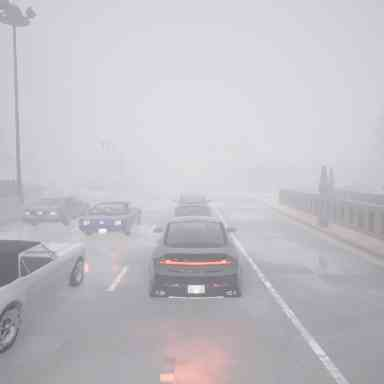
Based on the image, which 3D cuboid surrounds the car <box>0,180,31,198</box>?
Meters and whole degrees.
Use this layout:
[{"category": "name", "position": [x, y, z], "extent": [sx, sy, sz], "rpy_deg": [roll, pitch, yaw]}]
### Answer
[{"category": "car", "position": [-14.199, 0.173, 23.894], "extent": [2.150, 2.045, 5.566], "rpy_deg": [0, 3, 0]}]

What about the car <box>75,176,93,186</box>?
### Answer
[{"category": "car", "position": [-21.297, -2.237, 65.856], "extent": [2.097, 1.767, 4.553], "rpy_deg": [0, 4, 0]}]

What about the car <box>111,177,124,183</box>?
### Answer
[{"category": "car", "position": [-17.864, -2.936, 80.276], "extent": [2.128, 1.511, 4.902], "rpy_deg": [0, 3, 0]}]

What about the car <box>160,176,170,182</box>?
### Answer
[{"category": "car", "position": [-7.402, -3.431, 88.386], "extent": [1.812, 1.442, 4.674], "rpy_deg": [0, 3, 0]}]

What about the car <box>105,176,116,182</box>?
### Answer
[{"category": "car", "position": [-21.396, -3.373, 87.266], "extent": [1.812, 1.442, 4.674], "rpy_deg": [0, 3, 0]}]

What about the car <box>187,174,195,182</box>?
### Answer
[{"category": "car", "position": [-0.408, -3.506, 89.684], "extent": [2.128, 1.511, 4.902], "rpy_deg": [0, 3, 0]}]

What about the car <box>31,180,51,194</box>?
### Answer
[{"category": "car", "position": [-17.757, -0.240, 36.108], "extent": [2.033, 1.411, 5.357], "rpy_deg": [0, 3, 0]}]

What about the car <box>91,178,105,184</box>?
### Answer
[{"category": "car", "position": [-21.343, -2.599, 75.881], "extent": [1.895, 1.301, 4.718], "rpy_deg": [0, 3, 0]}]

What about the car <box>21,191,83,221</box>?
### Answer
[{"category": "car", "position": [-6.968, 0.868, 17.683], "extent": [2.033, 1.411, 5.357], "rpy_deg": [0, 3, 0]}]

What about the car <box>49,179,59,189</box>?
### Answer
[{"category": "car", "position": [-21.309, -1.087, 48.937], "extent": [1.882, 1.535, 5.008], "rpy_deg": [0, 3, 0]}]

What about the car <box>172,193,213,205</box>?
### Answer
[{"category": "car", "position": [0.035, 0.838, 17.521], "extent": [1.837, 1.490, 4.892], "rpy_deg": [0, 3, -1]}]

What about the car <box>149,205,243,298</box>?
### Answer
[{"category": "car", "position": [0.070, 1.338, 8.142], "extent": [1.837, 1.490, 4.892], "rpy_deg": [0, 2, 0]}]

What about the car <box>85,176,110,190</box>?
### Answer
[{"category": "car", "position": [-13.807, -1.208, 48.846], "extent": [2.097, 1.767, 4.553], "rpy_deg": [0, 4, -8]}]

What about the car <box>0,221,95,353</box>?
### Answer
[{"category": "car", "position": [-3.421, 1.506, 5.925], "extent": [1.895, 1.301, 4.718], "rpy_deg": [0, 2, 0]}]

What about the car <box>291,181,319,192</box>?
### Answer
[{"category": "car", "position": [15.021, -0.644, 42.391], "extent": [4.674, 1.442, 1.812], "rpy_deg": [0, 3, 2]}]

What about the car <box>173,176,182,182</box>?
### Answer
[{"category": "car", "position": [-3.902, -3.433, 88.403], "extent": [1.812, 1.442, 4.674], "rpy_deg": [0, 3, 0]}]

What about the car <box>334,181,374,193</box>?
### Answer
[{"category": "car", "position": [18.464, -0.474, 38.782], "extent": [5.008, 1.535, 1.882], "rpy_deg": [0, 3, 2]}]

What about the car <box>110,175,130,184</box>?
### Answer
[{"category": "car", "position": [-14.313, -2.112, 65.876], "extent": [1.882, 1.535, 5.008], "rpy_deg": [0, 3, 0]}]

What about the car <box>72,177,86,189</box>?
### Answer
[{"category": "car", "position": [-17.825, -1.345, 54.010], "extent": [1.812, 1.442, 4.674], "rpy_deg": [0, 3, 0]}]

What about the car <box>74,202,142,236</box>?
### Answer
[{"category": "car", "position": [-3.457, 1.078, 15.051], "extent": [1.895, 1.301, 4.718], "rpy_deg": [0, 3, 0]}]

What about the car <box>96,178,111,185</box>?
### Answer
[{"category": "car", "position": [-17.801, -2.106, 67.038], "extent": [1.994, 1.385, 4.181], "rpy_deg": [0, 3, 0]}]

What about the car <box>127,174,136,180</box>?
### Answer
[{"category": "car", "position": [-14.347, -3.027, 76.819], "extent": [2.150, 2.045, 5.566], "rpy_deg": [0, 3, 0]}]
